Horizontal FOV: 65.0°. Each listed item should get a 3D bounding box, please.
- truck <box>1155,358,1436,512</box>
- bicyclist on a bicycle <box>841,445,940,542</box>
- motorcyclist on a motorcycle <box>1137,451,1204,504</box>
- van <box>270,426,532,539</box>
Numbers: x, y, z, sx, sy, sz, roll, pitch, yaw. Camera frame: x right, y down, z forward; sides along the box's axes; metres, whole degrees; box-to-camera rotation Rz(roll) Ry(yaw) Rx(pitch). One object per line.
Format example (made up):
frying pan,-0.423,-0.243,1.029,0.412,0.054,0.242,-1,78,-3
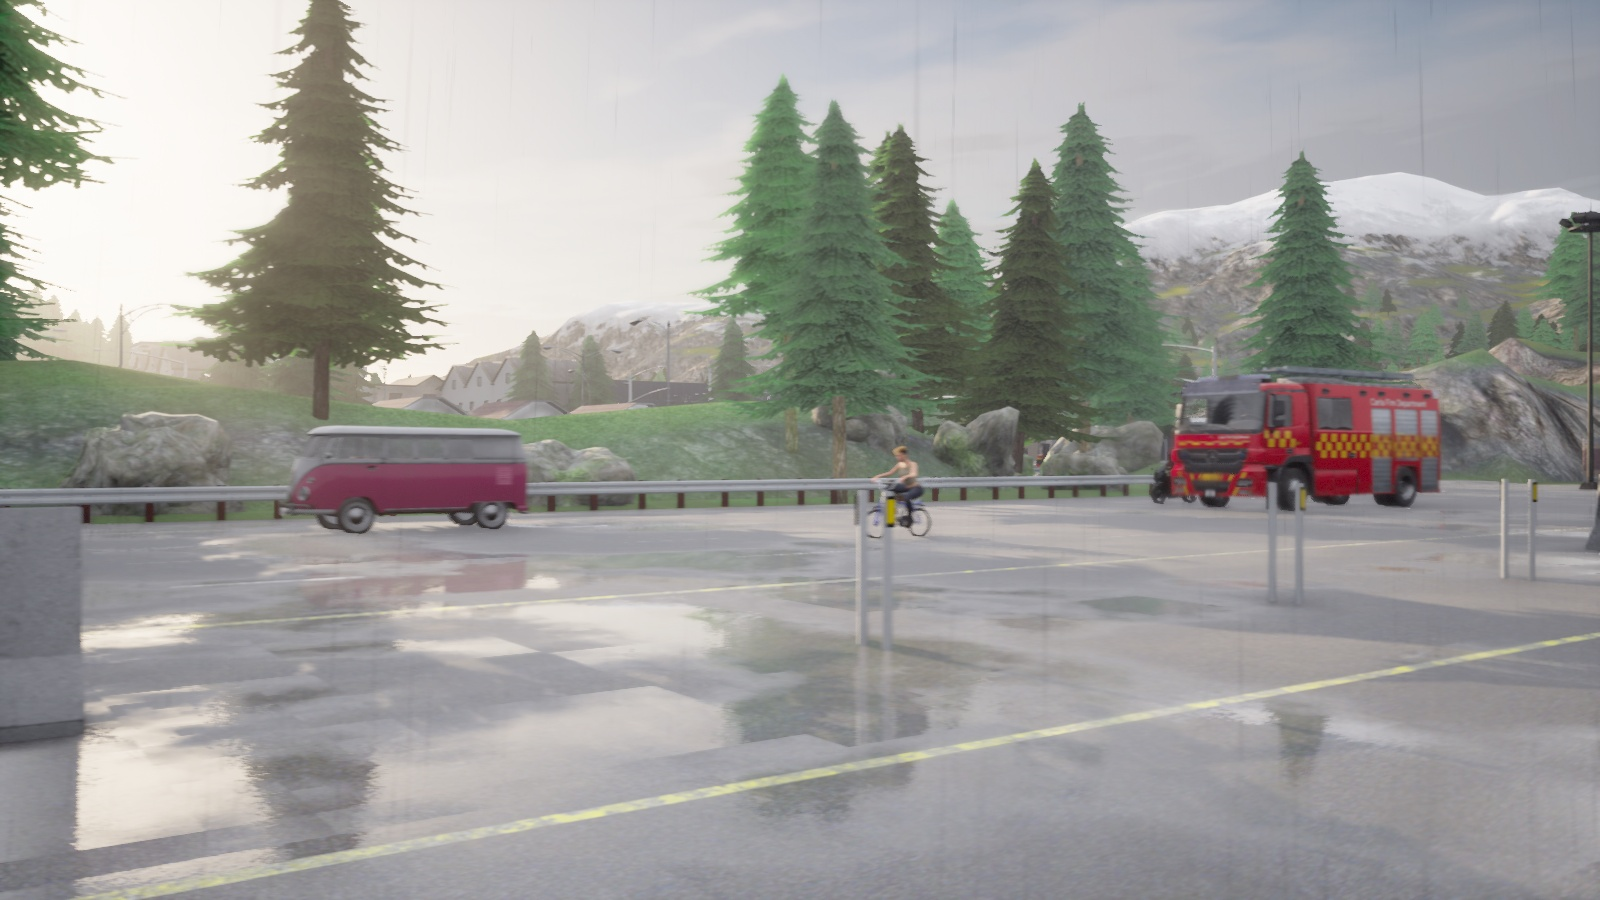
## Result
truck,13.817,-0.364,34.717,8.468,3.827,2.891,0,0,-33
bicyclist on a bicycle,1.582,0.731,21.827,1.509,1.612,0.866,0,0,-35
motorcyclist on a motorcycle,10.864,0.794,36.805,2.044,1.523,0.797,0,0,-35
van,-7.567,0.572,23.979,4.442,1.987,1.775,0,0,-35
